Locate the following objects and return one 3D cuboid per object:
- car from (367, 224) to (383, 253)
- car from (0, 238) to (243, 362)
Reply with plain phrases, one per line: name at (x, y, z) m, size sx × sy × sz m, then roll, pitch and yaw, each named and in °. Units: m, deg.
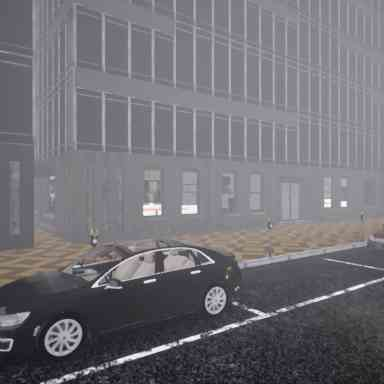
car at (8.223, 1.582, 12.373) m, size 4.206 × 1.307 × 1.802 m, roll 0°, pitch 0°, yaw -35°
car at (-1.067, 1.551, 5.793) m, size 4.403 × 1.369 × 2.008 m, roll 0°, pitch 0°, yaw -35°
